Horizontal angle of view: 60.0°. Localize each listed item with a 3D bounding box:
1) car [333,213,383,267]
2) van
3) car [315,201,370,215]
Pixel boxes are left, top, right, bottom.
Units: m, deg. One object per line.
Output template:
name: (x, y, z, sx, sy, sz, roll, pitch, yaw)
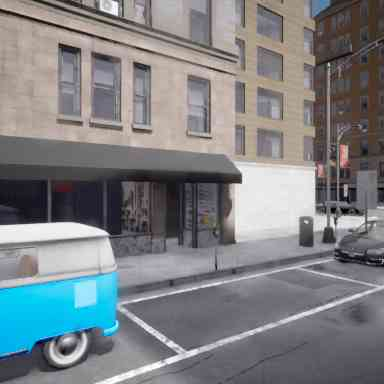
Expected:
car: (6.300, 1.550, 10.674, 4.403, 1.369, 2.008, 0, 0, -35)
van: (-2.923, 1.341, 4.105, 3.998, 1.788, 1.690, 0, 0, -35)
car: (13.845, 1.522, 30.939, 1.895, 1.301, 4.718, 0, 0, -35)
